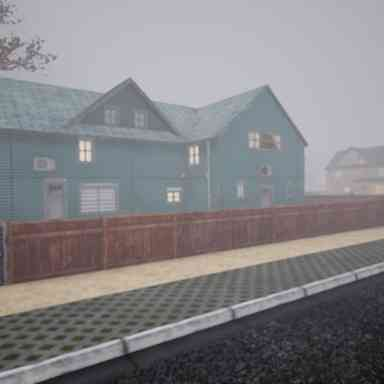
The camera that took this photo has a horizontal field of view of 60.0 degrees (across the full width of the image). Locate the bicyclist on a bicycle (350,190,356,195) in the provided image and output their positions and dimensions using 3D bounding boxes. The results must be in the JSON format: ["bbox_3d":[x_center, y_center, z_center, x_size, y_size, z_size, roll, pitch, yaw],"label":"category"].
[{"bbox_3d":[17.856,0.614,36.977,1.656,1.620,0.582,-2,1,-36],"label":"bicyclist on a bicycle"}]
